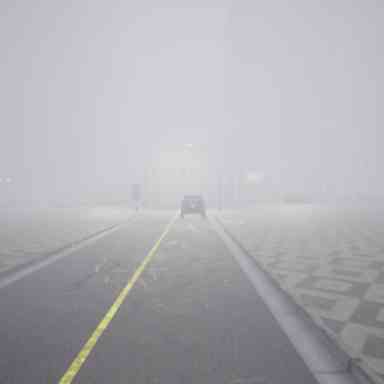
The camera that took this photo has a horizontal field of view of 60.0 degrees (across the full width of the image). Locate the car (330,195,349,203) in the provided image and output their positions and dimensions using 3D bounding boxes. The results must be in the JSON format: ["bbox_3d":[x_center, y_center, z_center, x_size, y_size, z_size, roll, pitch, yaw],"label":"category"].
[{"bbox_3d":[28.131,1.248,62.210,4.507,1.381,1.887,-1,1,0],"label":"car"}]

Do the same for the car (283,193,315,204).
[{"bbox_3d":[17.200,1.142,53.682,5.009,1.841,2.192,-1,1,0],"label":"car"}]

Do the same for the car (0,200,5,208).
[{"bbox_3d":[-37.728,2.220,62.107,4.507,1.381,1.887,-1,1,0],"label":"car"}]

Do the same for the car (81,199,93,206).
[{"bbox_3d":[-20.967,1.931,62.108,4.829,1.417,1.752,-1,1,0],"label":"car"}]

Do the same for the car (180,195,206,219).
[{"bbox_3d":[0.092,1.267,30.230,2.150,2.045,5.566,0,0,0],"label":"car"}]

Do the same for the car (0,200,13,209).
[{"bbox_3d":[-32.091,2.106,53.583,4.507,1.381,1.887,-1,1,0],"label":"car"}]

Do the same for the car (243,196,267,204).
[{"bbox_3d":[11.755,1.475,62.209,4.403,1.369,2.008,-1,1,0],"label":"car"}]

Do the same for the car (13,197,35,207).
[{"bbox_3d":[-32.088,1.898,62.104,5.009,1.841,2.192,-1,1,0],"label":"car"}]

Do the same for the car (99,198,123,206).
[{"bbox_3d":[-15.154,1.882,62.109,4.313,1.339,1.947,-1,1,0],"label":"car"}]

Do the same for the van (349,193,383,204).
[{"bbox_3d":[28.120,1.023,53.683,3.998,1.788,1.690,-1,1,0],"label":"van"}]

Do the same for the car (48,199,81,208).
[{"bbox_3d":[-20.804,1.932,53.584,4.403,1.369,2.008,-1,1,0],"label":"car"}]
